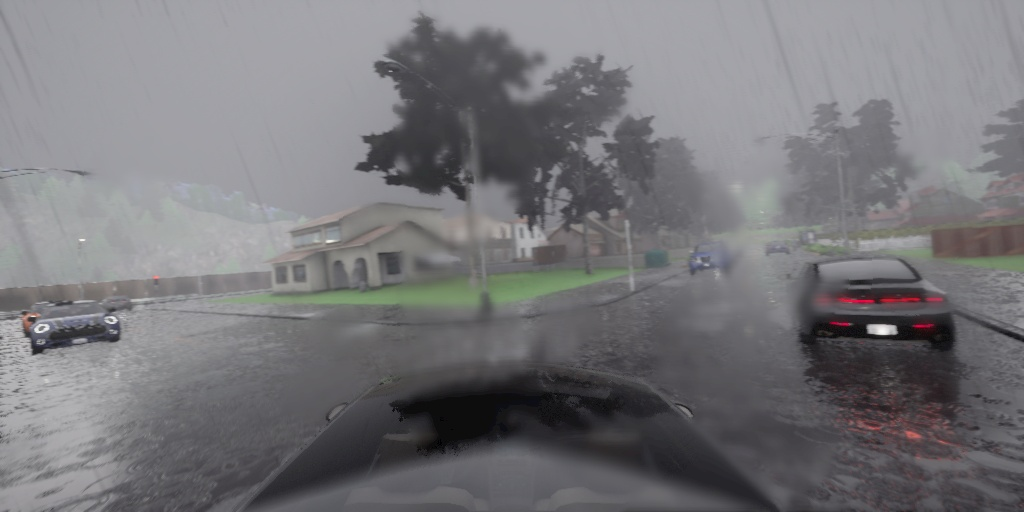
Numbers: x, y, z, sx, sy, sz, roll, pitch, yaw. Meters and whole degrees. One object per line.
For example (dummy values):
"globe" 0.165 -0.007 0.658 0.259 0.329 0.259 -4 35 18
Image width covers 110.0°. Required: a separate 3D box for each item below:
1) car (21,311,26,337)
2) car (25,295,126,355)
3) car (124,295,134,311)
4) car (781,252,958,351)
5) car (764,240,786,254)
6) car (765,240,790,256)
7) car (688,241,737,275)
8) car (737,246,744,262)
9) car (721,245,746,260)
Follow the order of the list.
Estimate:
"car" -25.428 3.285 19.904 4.553 1.767 2.097 -5 -1 35
"car" -17.071 2.567 13.988 4.553 1.767 2.097 -5 -1 37
"car" -36.906 4.456 33.533 4.902 1.511 2.128 -5 0 44
"car" 6.828 0.749 7.286 1.837 1.490 4.892 -5 -1 35
"car" 35.750 -1.252 48.833 2.128 1.511 4.902 -5 -1 35
"car" 29.929 -0.991 40.510 2.097 1.767 4.553 -5 -1 35
"car" 13.283 0.080 23.862 2.150 2.045 5.566 -5 -1 35
"car" 19.080 -0.049 32.074 2.128 1.511 4.902 -5 -1 35
"car" 25.174 -0.413 40.663 2.033 1.411 5.357 -5 -1 35
